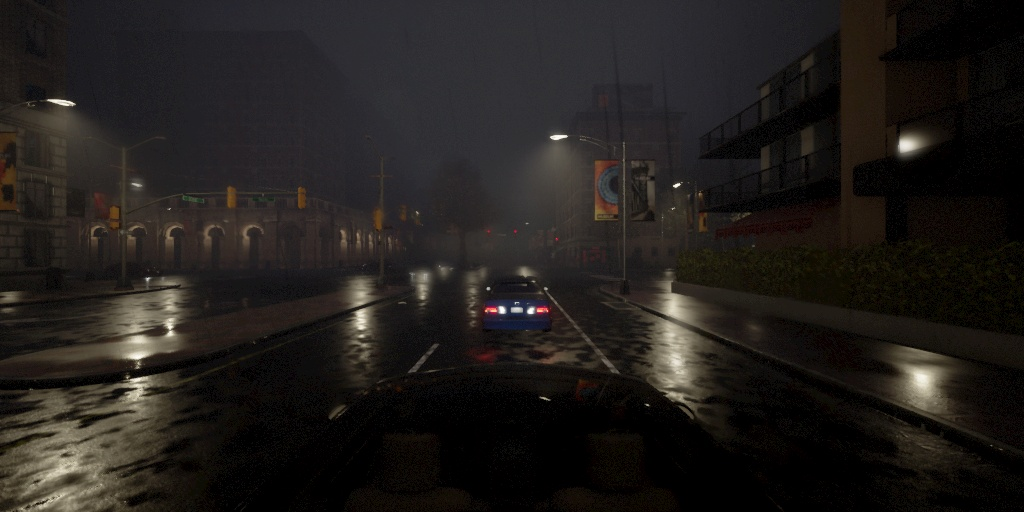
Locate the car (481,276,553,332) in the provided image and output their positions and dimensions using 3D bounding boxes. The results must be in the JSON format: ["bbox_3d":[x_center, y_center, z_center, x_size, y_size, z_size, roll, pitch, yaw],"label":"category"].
[{"bbox_3d":[0.150,1.297,10.819,2.033,1.411,5.357,0,0,1],"label":"car"}]

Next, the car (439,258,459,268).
[{"bbox_3d":[-10.989,1.227,62.449,1.882,1.535,5.008,0,0,1],"label":"car"}]

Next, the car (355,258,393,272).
[{"bbox_3d":[-17.793,1.102,46.186,2.097,1.767,4.553,0,0,35],"label":"car"}]

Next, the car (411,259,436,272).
[{"bbox_3d":[-11.188,1.275,45.010,1.812,1.442,4.674,0,0,0],"label":"car"}]

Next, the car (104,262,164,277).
[{"bbox_3d":[-36.561,1.276,34.666,4.674,1.442,1.812,0,0,0],"label":"car"}]
